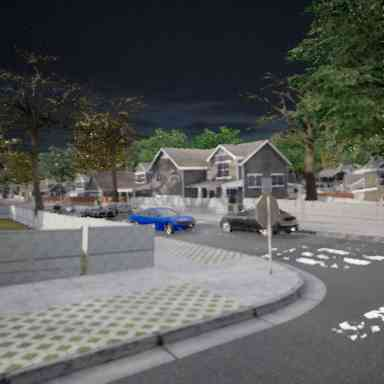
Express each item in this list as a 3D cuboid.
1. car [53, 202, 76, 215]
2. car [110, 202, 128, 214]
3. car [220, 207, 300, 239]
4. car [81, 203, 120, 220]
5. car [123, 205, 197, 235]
[{"bbox_3d":[-15.831,1.961,41.157,2.128,1.511,4.902,-3,1,-34],"label":"car"},{"bbox_3d":[-7.947,1.754,34.746,2.128,1.511,4.902,-3,1,-35],"label":"car"},{"bbox_3d":[3.583,1.599,18.467,1.837,1.490,4.892,-3,2,-36],"label":"car"},{"bbox_3d":[-8.805,1.960,31.092,1.895,1.301,4.718,-3,1,-35],"label":"car"},{"bbox_3d":[-1.922,1.737,21.187,5.008,1.535,1.882,-1,1,42],"label":"car"}]
